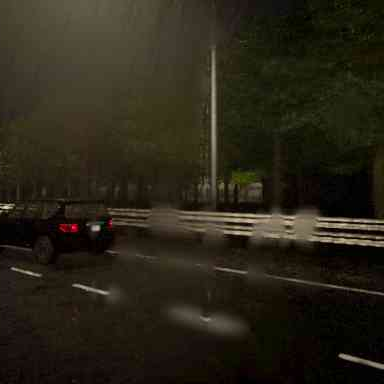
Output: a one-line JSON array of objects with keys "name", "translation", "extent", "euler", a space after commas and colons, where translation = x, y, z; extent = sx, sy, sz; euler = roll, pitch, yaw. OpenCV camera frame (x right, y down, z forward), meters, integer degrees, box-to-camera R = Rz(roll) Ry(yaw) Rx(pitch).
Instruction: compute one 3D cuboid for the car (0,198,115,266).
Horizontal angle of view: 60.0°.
[{"name": "car", "translation": [-5.154, 1.223, 11.841], "extent": [5.566, 2.045, 2.150], "euler": [0, 0, 35]}]
